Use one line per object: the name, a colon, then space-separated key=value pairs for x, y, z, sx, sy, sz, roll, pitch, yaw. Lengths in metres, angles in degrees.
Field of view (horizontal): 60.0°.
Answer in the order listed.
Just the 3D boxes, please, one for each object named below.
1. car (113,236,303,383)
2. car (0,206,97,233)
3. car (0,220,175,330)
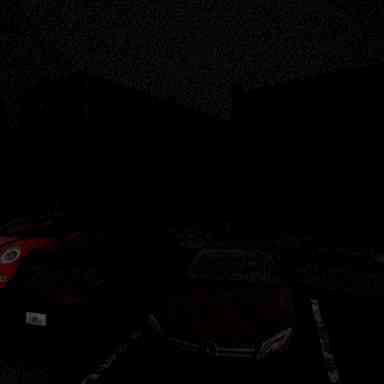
car: x=0.775 y=1.526 z=5.539 sx=2.002 sy=1.452 sz=4.674 roll=1 pitch=-1 yaw=16
car: x=-4.093 y=1.363 z=9.067 sx=2.185 sy=1.767 sz=4.553 roll=1 pitch=-1 yaw=16
car: x=-1.674 y=1.516 z=7.258 sx=2.163 sy=1.488 sz=4.792 roll=1 pitch=-1 yaw=16
